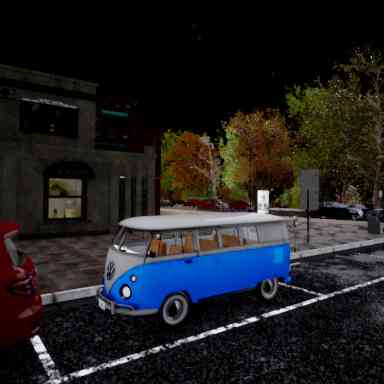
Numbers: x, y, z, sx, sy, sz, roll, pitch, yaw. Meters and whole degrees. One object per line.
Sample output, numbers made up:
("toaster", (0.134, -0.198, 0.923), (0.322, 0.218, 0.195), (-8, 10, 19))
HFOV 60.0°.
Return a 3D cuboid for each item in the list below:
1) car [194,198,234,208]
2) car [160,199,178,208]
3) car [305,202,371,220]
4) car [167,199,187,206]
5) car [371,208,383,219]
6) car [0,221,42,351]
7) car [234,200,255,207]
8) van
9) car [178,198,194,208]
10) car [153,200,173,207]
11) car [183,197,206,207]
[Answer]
("car", (2.686, 1.614, 42.079), (2.097, 1.767, 4.553), (1, -1, -34))
("car", (-5.182, 2.049, 59.653), (2.033, 1.411, 5.357), (1, -1, -34))
("car", (11.993, 1.583, 28.305), (2.128, 1.511, 4.902), (1, -1, -34))
("car", (-3.074, 2.172, 68.129), (1.812, 1.442, 4.674), (1, -1, -34))
("car", (14.832, 1.733, 29.929), (1.895, 1.301, 4.718), (1, -1, -34))
("car", (-4.282, 1.315, 3.491), (5.009, 1.841, 2.192), (0, 1, -35))
("car", (6.628, 1.808, 42.046), (1.812, 1.442, 4.674), (1, -1, -34))
("van", (0.225, 1.342, 6.716), (3.998, 1.788, 1.690), (0, 1, -35))
("car", (0.008, 2.024, 57.833), (1.812, 1.442, 4.674), (1, -1, -34))
("car", (-5.782, 2.204, 66.330), (1.895, 1.301, 4.718), (1, -1, -34))
("car", (0.444, 1.935, 63.013), (2.097, 1.767, 4.553), (1, -1, -34))
